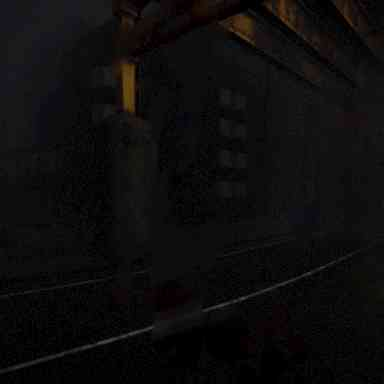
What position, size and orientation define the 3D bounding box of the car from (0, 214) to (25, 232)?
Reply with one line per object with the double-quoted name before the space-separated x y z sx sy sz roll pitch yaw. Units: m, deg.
"car" -14.402 2.106 22.663 2.033 1.415 5.357 -1 -1 41
